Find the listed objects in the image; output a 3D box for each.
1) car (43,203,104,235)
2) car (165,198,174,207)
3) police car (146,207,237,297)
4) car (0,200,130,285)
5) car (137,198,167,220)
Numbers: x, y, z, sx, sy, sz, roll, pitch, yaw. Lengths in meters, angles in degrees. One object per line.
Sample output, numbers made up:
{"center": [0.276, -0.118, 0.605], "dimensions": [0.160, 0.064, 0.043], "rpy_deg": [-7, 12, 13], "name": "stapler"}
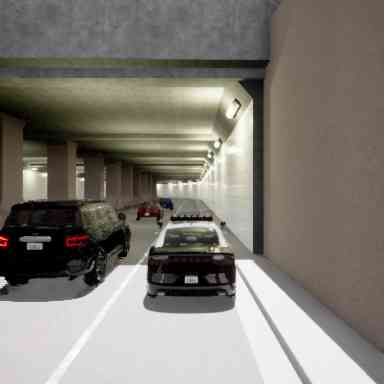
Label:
{"center": [-6.795, 1.477, 19.738], "dimensions": [1.882, 1.535, 5.008], "rpy_deg": [0, 0, 0], "name": "car"}
{"center": [-3.295, 1.477, 42.171], "dimensions": [1.882, 1.535, 5.008], "rpy_deg": [0, 0, 0], "name": "car"}
{"center": [-0.012, 1.425, 8.760], "dimensions": [1.930, 1.638, 5.238], "rpy_deg": [0, 0, 0], "name": "police car"}
{"center": [-3.294, 1.223, 9.648], "dimensions": [2.150, 2.045, 5.566], "rpy_deg": [0, 0, 0], "name": "car"}
{"center": [-3.407, 1.526, 27.511], "dimensions": [1.812, 1.442, 4.674], "rpy_deg": [0, 0, 0], "name": "car"}
